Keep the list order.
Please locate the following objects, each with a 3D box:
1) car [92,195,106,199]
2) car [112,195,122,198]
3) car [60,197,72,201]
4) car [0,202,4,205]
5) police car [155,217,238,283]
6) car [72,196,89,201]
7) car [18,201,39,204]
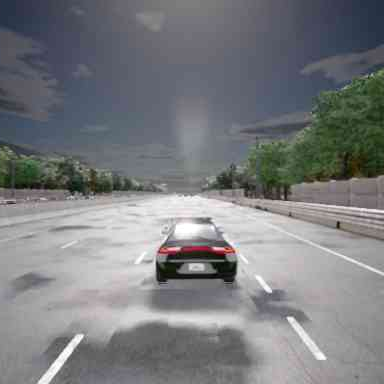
[{"bbox_3d":[-21.000,1.402,75.124,2.097,1.767,4.553,0,0,0],"label":"car"},{"bbox_3d":[-17.499,1.536,77.421,2.097,1.767,4.553,0,0,0],"label":"car"},{"bbox_3d":[-28.000,1.675,74.647,1.895,1.301,4.718,0,0,0],"label":"car"},{"bbox_3d":[-21.098,1.654,34.621,1.895,1.301,4.718,0,0,0],"label":"car"},{"bbox_3d":[0.055,1.518,9.818,2.038,1.542,4.974,0,-1,-1],"label":"police car"},{"bbox_3d":[-24.500,1.605,74.678,2.128,1.511,4.902,0,0,0],"label":"car"},{"bbox_3d":[-17.596,1.622,35.916,1.994,1.385,4.181,0,0,0],"label":"car"}]
